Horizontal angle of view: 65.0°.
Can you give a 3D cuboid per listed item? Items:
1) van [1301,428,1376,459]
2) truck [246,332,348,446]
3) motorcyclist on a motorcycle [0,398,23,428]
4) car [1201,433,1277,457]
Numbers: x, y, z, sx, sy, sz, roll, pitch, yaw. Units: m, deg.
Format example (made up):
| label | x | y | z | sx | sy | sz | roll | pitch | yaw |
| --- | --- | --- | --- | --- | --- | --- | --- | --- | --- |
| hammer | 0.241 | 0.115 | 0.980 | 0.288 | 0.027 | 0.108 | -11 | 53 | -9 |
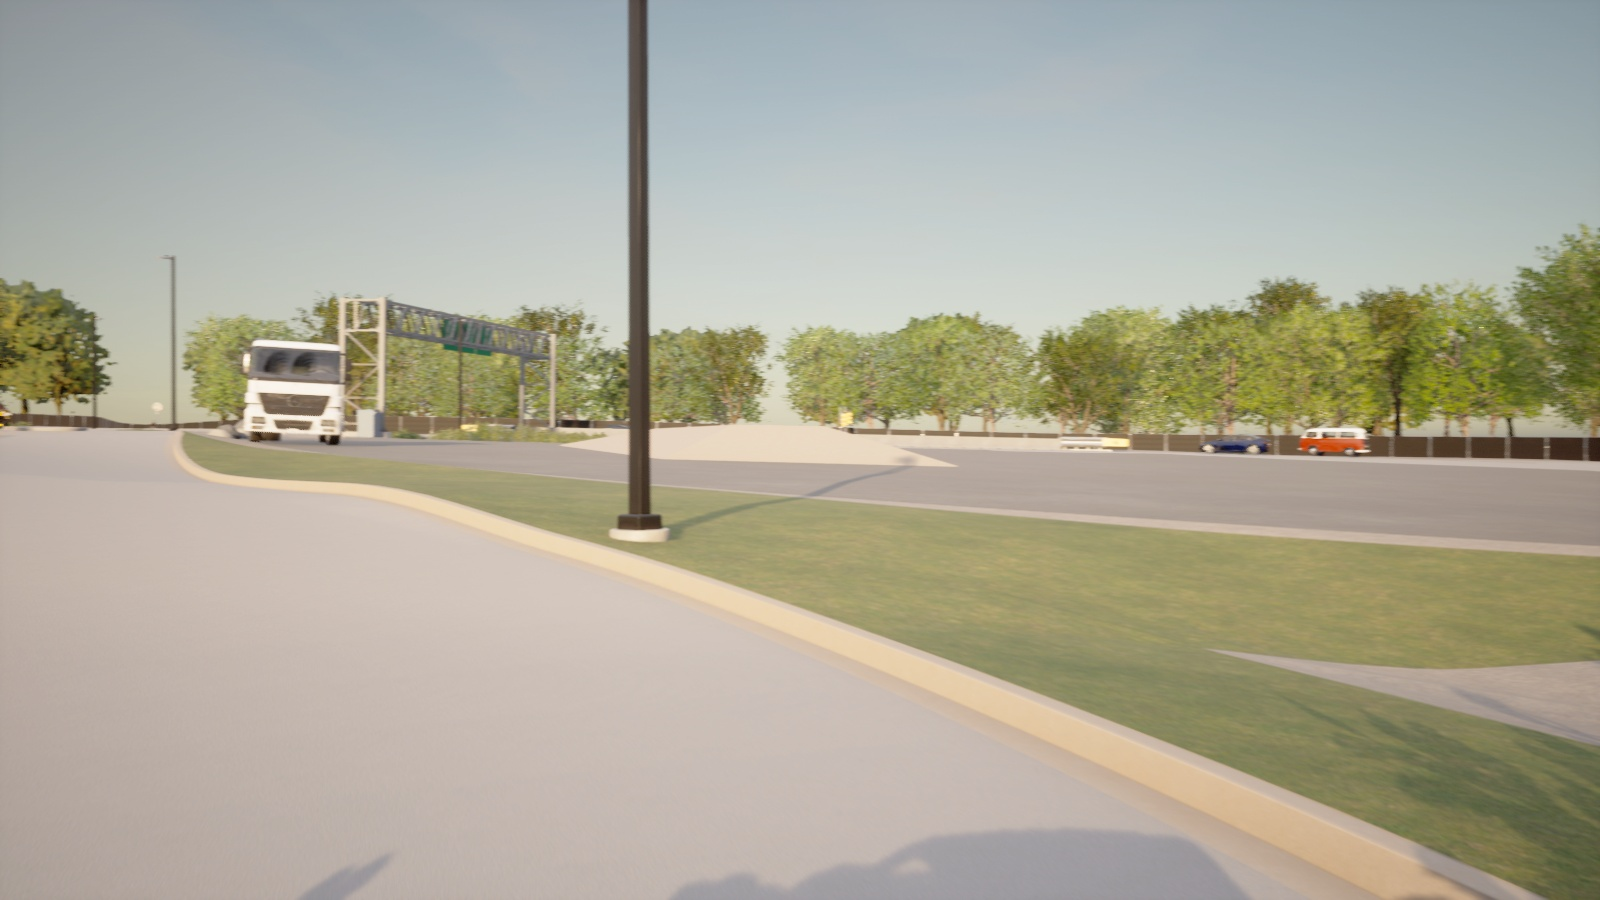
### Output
| label | x | y | z | sx | sy | sz | roll | pitch | yaw |
| --- | --- | --- | --- | --- | --- | --- | --- | --- | --- |
| van | 38.049 | -0.485 | 88.741 | 4.480 | 2.038 | 2.069 | 2 | 1 | 38 |
| truck | -17.273 | -2.000 | 43.553 | 2.891 | 3.462 | 7.936 | 3 | 1 | -20 |
| motorcyclist on a motorcycle | -41.009 | -1.895 | 64.755 | 2.044 | 1.523 | 0.797 | 1 | 0 | 35 |
| car | 31.056 | -0.361 | 88.821 | 4.792 | 1.488 | 2.163 | 2 | 1 | 27 |
